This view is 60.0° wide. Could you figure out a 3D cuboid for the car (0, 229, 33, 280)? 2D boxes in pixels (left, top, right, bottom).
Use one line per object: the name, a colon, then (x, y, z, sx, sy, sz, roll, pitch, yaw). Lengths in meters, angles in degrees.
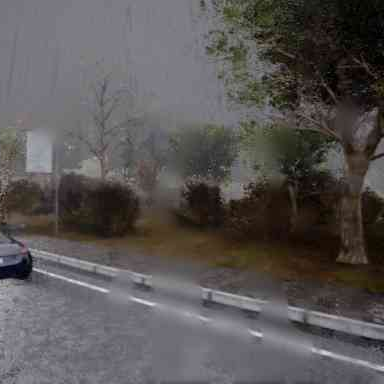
car: (-6.063, 1.574, 8.957, 4.181, 1.385, 1.994, 0, 0, 40)
